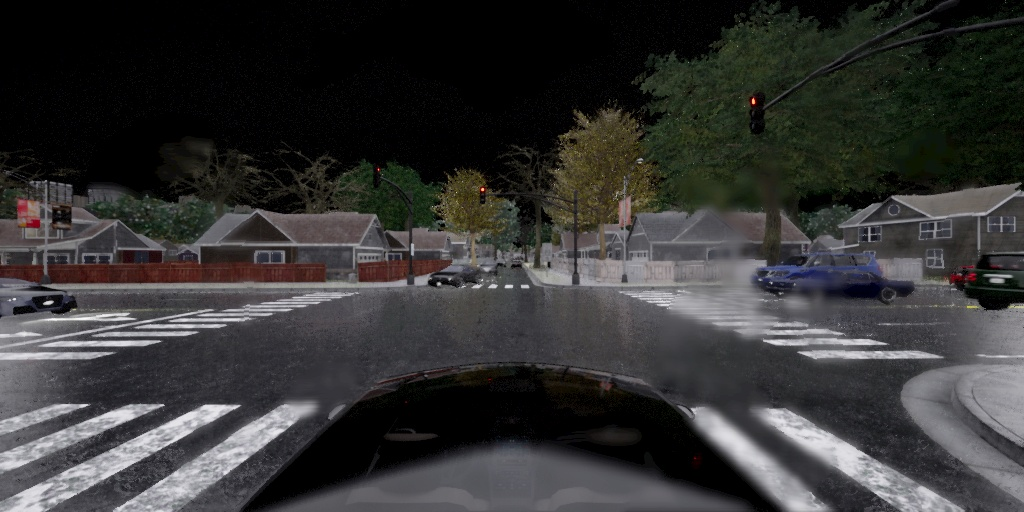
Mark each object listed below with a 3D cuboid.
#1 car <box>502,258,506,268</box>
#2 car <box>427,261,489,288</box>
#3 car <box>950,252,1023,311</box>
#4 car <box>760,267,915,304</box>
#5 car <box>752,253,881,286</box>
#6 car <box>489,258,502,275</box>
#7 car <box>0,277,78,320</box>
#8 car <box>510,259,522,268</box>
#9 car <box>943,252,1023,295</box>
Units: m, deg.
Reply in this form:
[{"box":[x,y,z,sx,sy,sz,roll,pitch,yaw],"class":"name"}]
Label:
[{"box":[-2.109,1.147,62.929,2.097,1.767,4.553,0,0,1],"class":"car"},{"box":[-3.655,1.305,24.278,2.033,1.411,5.357,0,0,17],"class":"car"},{"box":[18.174,0.858,11.470,5.566,2.045,2.150,-1,0,0],"class":"car"},{"box":[13.557,1.260,15.045,4.718,1.301,1.895,0,0,1],"class":"car"},{"box":[15.487,0.868,18.277,5.566,2.045,2.150,0,0,1],"class":"car"},{"box":[-2.501,1.261,39.261,2.128,1.511,4.902,0,0,1],"class":"car"},{"box":[-17.589,1.410,12.112,4.181,1.385,1.994,0,0,1],"class":"car"},{"box":[0.747,1.299,61.391,1.837,1.490,4.892,0,0,1],"class":"car"},{"box":[25.853,0.811,18.091,5.566,2.045,2.150,0,0,1],"class":"car"}]
